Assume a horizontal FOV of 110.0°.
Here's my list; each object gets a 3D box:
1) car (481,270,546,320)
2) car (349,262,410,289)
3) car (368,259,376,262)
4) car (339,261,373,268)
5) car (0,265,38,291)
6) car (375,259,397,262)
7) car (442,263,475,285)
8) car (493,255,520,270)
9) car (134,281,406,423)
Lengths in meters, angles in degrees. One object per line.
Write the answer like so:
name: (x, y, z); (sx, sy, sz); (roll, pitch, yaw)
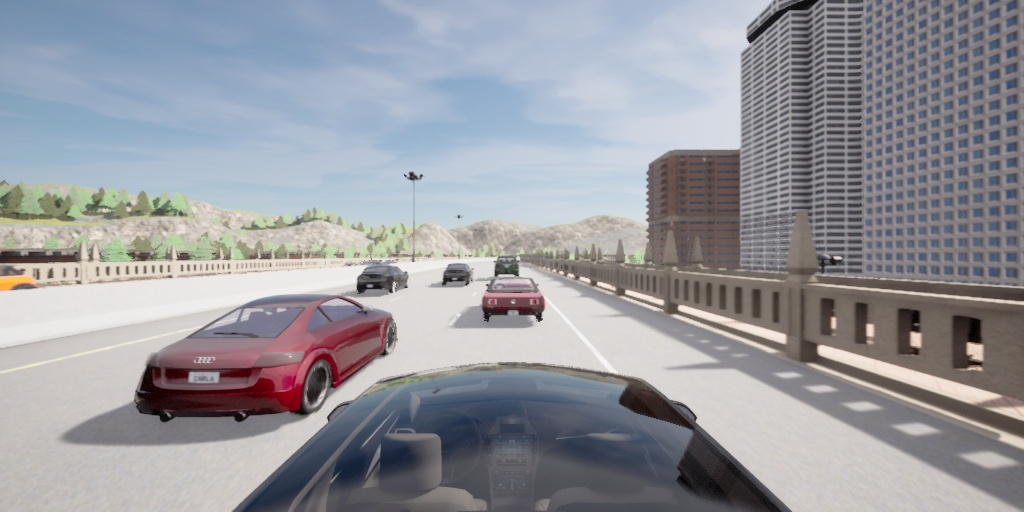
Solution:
car: (0.006, 1.351, 12.550); (1.895, 1.301, 4.718); (0, 0, -1)
car: (-7.176, 1.255, 20.364); (1.837, 1.490, 4.892); (0, 0, -1)
car: (-22.335, 1.272, 57.323); (2.128, 1.511, 4.902); (0, 0, -2)
car: (-14.686, 1.351, 32.605); (1.895, 1.301, 4.718); (0, 0, -1)
car: (-21.208, 1.101, 13.248); (2.097, 1.767, 4.553); (0, 0, -1)
car: (-18.779, 1.301, 55.425); (2.033, 1.411, 5.357); (0, 0, -2)
car: (-3.824, 1.255, 25.892); (1.837, 1.490, 4.892); (0, 0, -2)
car: (-0.500, 0.972, 32.202); (2.150, 2.045, 5.566); (0, 0, -2)
car: (-3.421, 1.314, 5.976); (1.994, 1.385, 4.181); (0, 0, 0)
